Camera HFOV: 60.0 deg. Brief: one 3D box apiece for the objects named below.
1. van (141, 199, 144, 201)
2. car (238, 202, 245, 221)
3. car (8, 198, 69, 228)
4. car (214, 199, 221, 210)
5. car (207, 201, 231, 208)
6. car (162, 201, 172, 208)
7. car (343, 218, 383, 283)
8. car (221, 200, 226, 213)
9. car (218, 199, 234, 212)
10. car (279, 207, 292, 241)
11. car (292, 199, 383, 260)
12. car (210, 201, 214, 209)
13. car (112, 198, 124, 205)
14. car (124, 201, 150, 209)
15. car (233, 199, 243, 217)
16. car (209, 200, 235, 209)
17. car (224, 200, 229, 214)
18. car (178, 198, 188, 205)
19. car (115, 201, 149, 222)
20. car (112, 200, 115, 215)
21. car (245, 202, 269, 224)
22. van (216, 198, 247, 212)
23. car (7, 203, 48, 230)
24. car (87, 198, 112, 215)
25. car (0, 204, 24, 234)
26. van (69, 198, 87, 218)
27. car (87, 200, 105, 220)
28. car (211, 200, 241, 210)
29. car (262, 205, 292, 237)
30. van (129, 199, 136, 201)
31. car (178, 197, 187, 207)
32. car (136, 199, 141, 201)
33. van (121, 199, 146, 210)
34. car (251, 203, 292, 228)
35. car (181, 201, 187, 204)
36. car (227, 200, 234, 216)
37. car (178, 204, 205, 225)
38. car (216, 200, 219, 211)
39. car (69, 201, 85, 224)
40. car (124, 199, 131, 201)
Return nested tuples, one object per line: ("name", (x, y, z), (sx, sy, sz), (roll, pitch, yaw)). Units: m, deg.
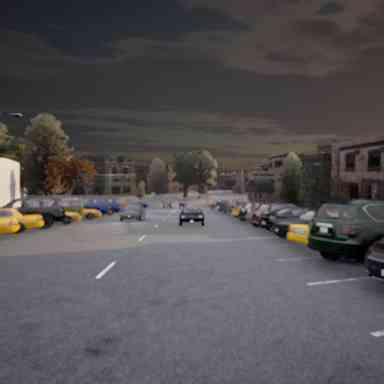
("van", (-11.292, 2.231, 58.727), (4.442, 1.987, 1.878), (0, -2, -19))
("car", (6.310, 1.750, 25.445), (4.674, 1.452, 2.002), (1, -1, -20))
("car", (-11.514, 1.449, 22.644), (5.566, 2.045, 2.435), (0, -1, -20))
("car", (6.094, 2.137, 45.992), (5.008, 1.535, 2.097), (1, -1, -21))
("car", (5.696, 2.675, 69.550), (4.674, 1.452, 2.002), (1, -1, -21))
("car", (-5.290, 2.732, 71.188), (2.128, 1.511, 4.902), (0, -1, 0))
("car", (6.397, 1.499, 7.852), (4.892, 1.521, 2.231), (1, -1, -20))
("car", (6.189, 1.951, 37.187), (4.892, 1.521, 2.231), (1, -2, -21))
("car", (6.168, 2.012, 40.121), (5.008, 1.535, 2.097), (1, -1, -21))
("car", (6.553, 1.544, 13.779), (5.366, 1.575, 1.946), (1, -1, -20))
("car", (6.422, 1.270, 10.800), (5.566, 2.045, 2.435), (1, -1, -20))
("car", (5.870, 2.192, 48.861), (5.366, 1.575, 1.946), (1, -1, -21))
("car", (-11.629, 1.818, 40.639), (5.566, 2.045, 2.435), (0, -1, -20))
("car", (-11.246, 2.650, 67.673), (5.008, 1.535, 2.097), (0, -1, -19))
("car", (6.253, 1.641, 28.380), (4.553, 1.767, 2.185), (1, -1, -20))
("car", (5.775, 2.384, 63.648), (4.553, 1.767, 2.185), (1, -2, -21))
("car", (6.218, 1.889, 34.255), (4.892, 1.521, 2.231), (1, -2, -20))
("car", (-2.011, 2.565, 71.131), (2.033, 1.411, 5.357), (0, -1, -1))
("car", (-5.244, 1.840, 29.943), (1.837, 1.490, 4.892), (0, -1, 0))
("car", (-11.598, 2.006, 37.631), (4.892, 1.521, 2.231), (0, -1, -20))
("car", (6.299, 1.535, 22.515), (4.553, 1.767, 2.185), (1, -1, -20))
("van", (6.114, 2.037, 51.911), (4.442, 1.987, 1.878), (1, -2, -21))
("car", (-11.642, 1.651, 19.595), (5.366, 1.575, 1.946), (-1, -1, -20))
("car", (-11.615, 1.689, 34.622), (5.566, 2.045, 2.435), (0, -1, -20))
("car", (-11.622, 1.611, 16.604), (5.366, 1.575, 1.946), (-1, 0, -20))
("van", (-11.645, 1.587, 28.600), (4.442, 1.987, 1.878), (0, -1, -20))
("car", (-11.387, 1.871, 31.700), (5.366, 1.575, 1.946), (0, -2, -20))
("car", (5.877, 2.259, 57.750), (4.553, 1.767, 2.185), (1, -2, -21))
("car", (6.371, 1.579, 16.652), (5.008, 1.535, 2.097), (1, -1, -20))
("van", (-11.603, 2.103, 52.639), (4.442, 1.987, 1.878), (0, -1, -19))
("car", (-2.234, 2.421, 81.285), (2.150, 2.045, 5.566), (0, 1, -1))
("car", (-11.417, 2.267, 55.690), (4.553, 1.767, 2.185), (0, -1, -19))
("van", (-11.412, 2.361, 64.640), (4.442, 1.987, 1.878), (0, -1, -19))
("car", (6.341, 1.615, 19.583), (5.008, 1.535, 2.097), (1, -1, -20))
("car", (-0.192, 2.198, 42.452), (1.895, 1.301, 4.718), (0, -1, -1))
("car", (6.249, 1.826, 31.319), (5.008, 1.535, 2.097), (1, -2, -20))
("car", (-0.027, 1.855, 26.068), (1.895, 1.301, 4.718), (0, -1, 0))
("car", (6.096, 2.103, 43.047), (4.792, 1.488, 2.163), (1, -1, -21))
("car", (-11.334, 1.749, 25.709), (5.366, 1.575, 1.946), (0, -1, -20))
("car", (-11.571, 2.200, 46.668), (4.892, 1.521, 2.231), (0, -2, -19))
